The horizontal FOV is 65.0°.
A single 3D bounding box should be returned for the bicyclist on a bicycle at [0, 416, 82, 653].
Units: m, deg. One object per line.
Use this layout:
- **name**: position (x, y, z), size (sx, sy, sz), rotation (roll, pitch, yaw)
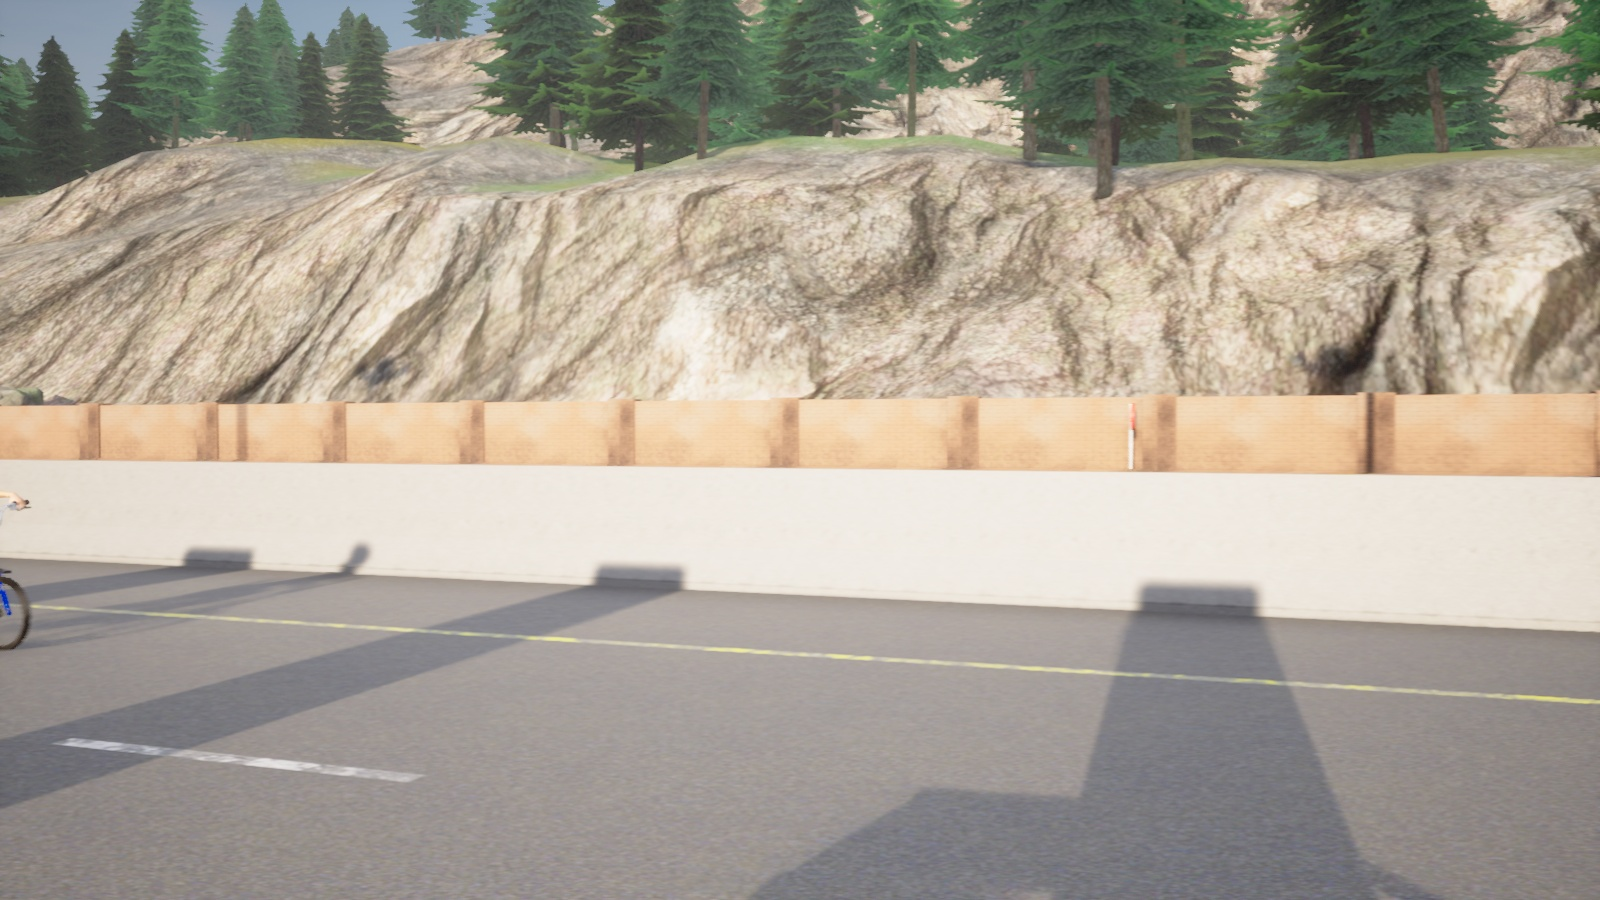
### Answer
- **bicyclist on a bicycle**: position (-6.094, 0.563, 9.002), size (1.509, 1.612, 0.866), rotation (1, 1, 20)
